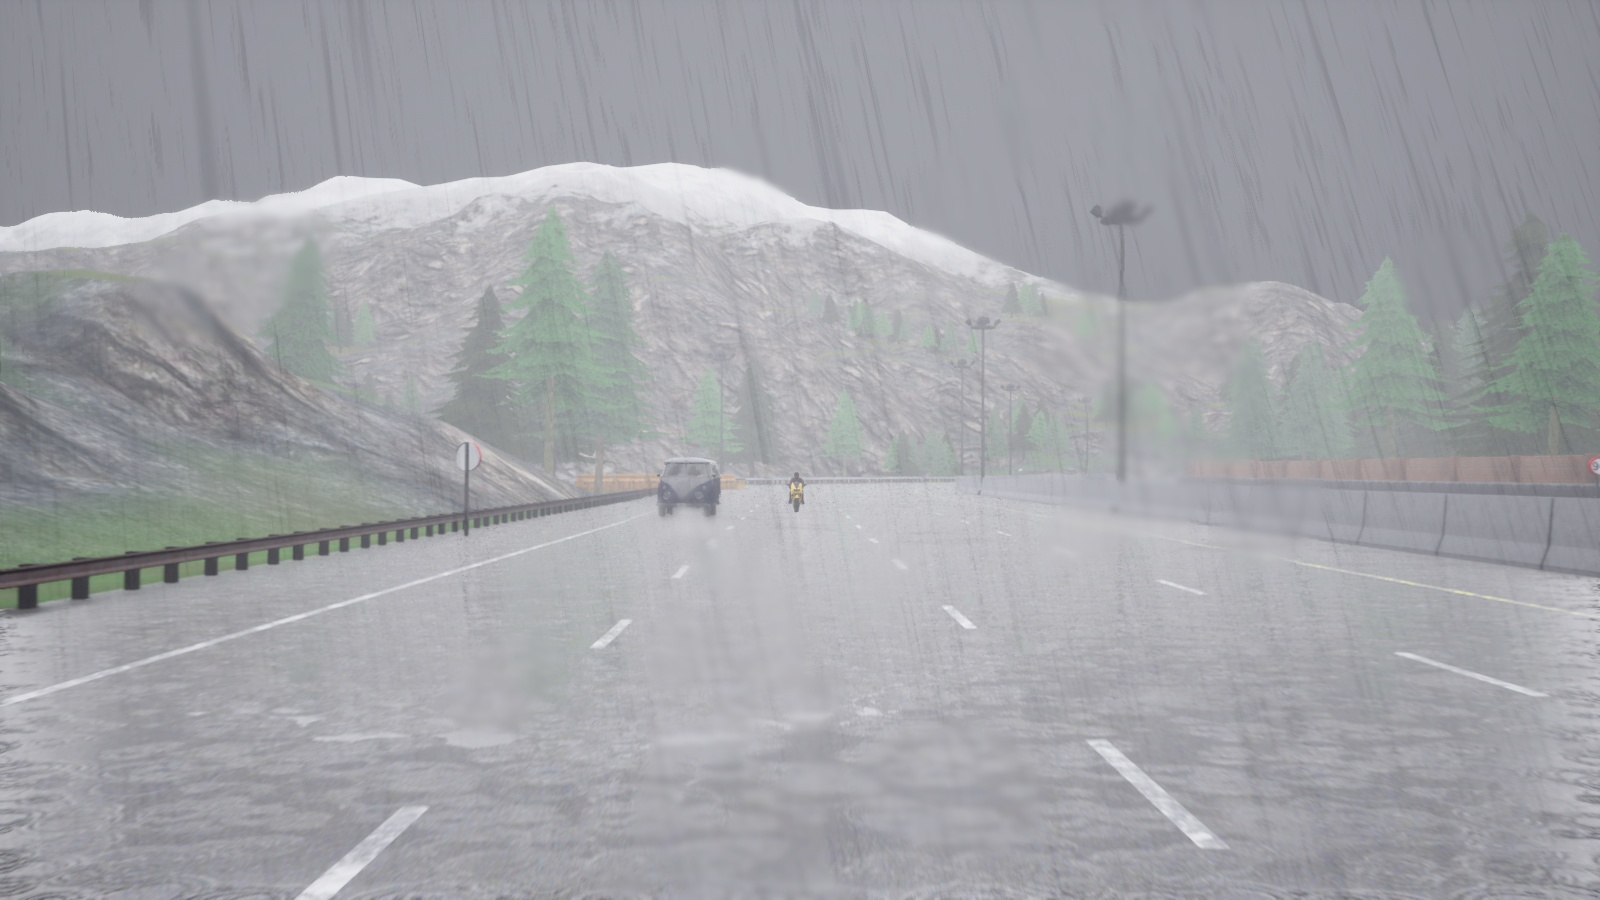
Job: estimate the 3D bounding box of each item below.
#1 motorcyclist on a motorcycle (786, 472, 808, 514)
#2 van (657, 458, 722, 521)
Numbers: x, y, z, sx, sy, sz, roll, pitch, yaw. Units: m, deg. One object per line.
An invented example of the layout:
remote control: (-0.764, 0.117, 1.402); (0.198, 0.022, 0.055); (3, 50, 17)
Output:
motorcyclist on a motorcycle: (-0.114, 1.586, 47.105); (0.797, 1.523, 2.044); (0, -1, 0)
van: (-3.602, 1.277, 41.560); (1.775, 1.987, 4.442); (0, -1, 0)
